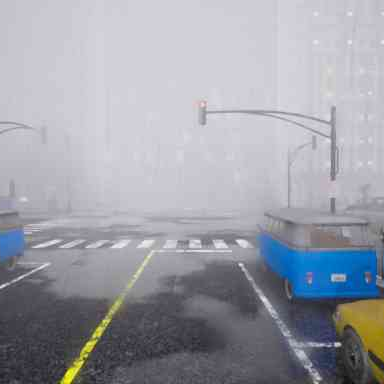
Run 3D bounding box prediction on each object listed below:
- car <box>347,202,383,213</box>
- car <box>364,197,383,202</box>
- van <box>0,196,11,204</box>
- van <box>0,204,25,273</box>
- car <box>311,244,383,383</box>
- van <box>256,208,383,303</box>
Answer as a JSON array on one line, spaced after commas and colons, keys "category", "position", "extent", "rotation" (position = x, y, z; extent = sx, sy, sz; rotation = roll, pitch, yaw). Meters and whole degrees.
[{"category": "car", "position": [13.946, 1.653, 24.681], "extent": [4.718, 1.301, 1.895], "rotation": [0, 1, 0]}, {"category": "car", "position": [15.270, 1.338, 27.264], "extent": [5.009, 1.841, 2.192], "rotation": [0, 1, 0]}, {"category": "van", "position": [-17.119, 1.200, 27.495], "extent": [3.998, 1.788, 1.690], "rotation": [0, 1, 0]}, {"category": "van", "position": [-5.694, 1.339, 7.986], "extent": [1.690, 1.788, 3.998], "rotation": [-1, 0, 0]}, {"category": "car", "position": [2.683, 1.525, 2.516], "extent": [1.752, 1.417, 4.829], "rotation": [-1, 0, 0]}, {"category": "van", "position": [2.687, 1.339, 7.948], "extent": [1.690, 1.788, 3.998], "rotation": [-1, 0, 0]}]
